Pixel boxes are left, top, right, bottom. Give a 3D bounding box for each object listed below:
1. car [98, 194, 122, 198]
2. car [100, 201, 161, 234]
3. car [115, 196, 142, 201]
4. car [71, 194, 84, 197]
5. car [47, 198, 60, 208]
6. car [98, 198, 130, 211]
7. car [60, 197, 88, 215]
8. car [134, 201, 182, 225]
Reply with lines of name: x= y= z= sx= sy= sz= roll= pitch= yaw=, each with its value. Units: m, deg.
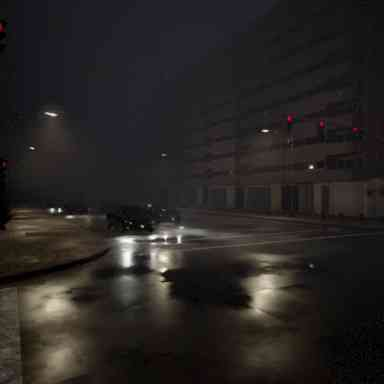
car: x=-15.439 y=1.492 z=62.748 sx=2.150 sy=2.045 sz=5.566 roll=1 pitch=0 yaw=-29
car: x=-3.828 y=1.564 z=20.003 sx=1.837 sy=1.490 sz=4.892 roll=1 pitch=1 yaw=-29
car: x=-10.445 y=1.790 z=53.855 sx=2.033 sy=1.411 sz=5.357 roll=1 pitch=0 yaw=-28
car: x=-18.392 y=1.421 z=53.630 sx=2.150 sy=2.045 sz=5.566 roll=1 pitch=-1 yaw=-29
car: x=-21.875 y=1.678 z=52.708 sx=2.128 sy=1.511 sz=4.902 roll=1 pitch=0 yaw=-29
car: x=-8.582 y=1.701 z=35.792 sx=1.994 sy=1.385 sz=4.181 roll=1 pitch=0 yaw=-29
car: x=-12.428 y=1.591 z=35.508 sx=1.882 sy=1.535 sz=5.008 roll=1 pitch=0 yaw=-29
car: x=-2.486 y=1.593 z=24.812 sx=2.128 sy=1.511 sz=4.902 roll=1 pitch=0 yaw=-29
